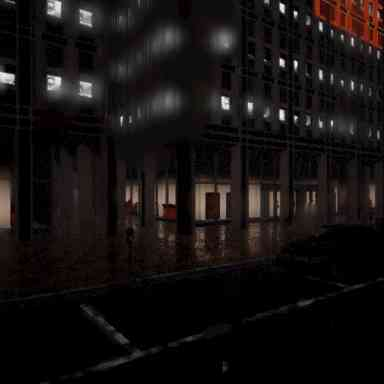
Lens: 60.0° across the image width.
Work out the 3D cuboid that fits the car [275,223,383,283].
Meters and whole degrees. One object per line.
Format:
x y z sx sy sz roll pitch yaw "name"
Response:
4.227 1.582 9.575 4.206 1.307 1.802 0 0 -35 "car"
